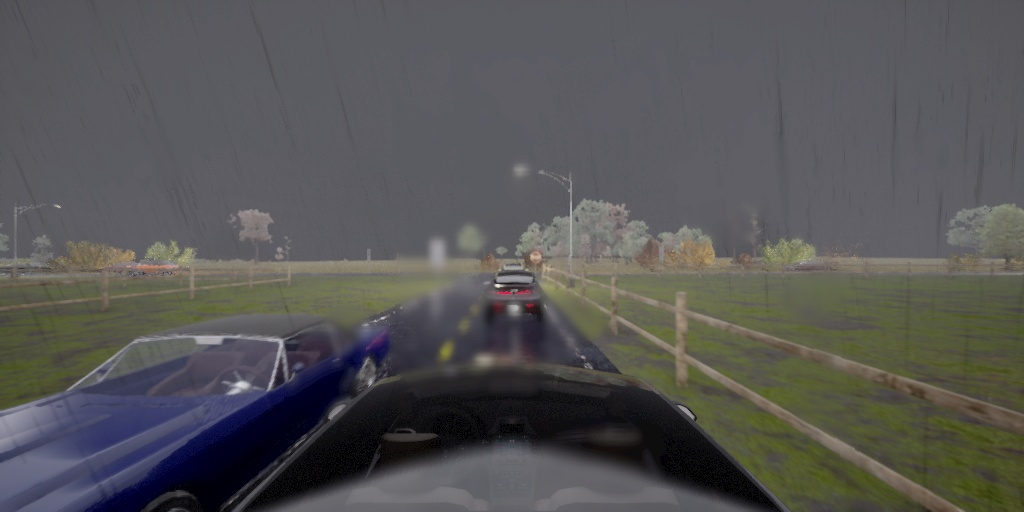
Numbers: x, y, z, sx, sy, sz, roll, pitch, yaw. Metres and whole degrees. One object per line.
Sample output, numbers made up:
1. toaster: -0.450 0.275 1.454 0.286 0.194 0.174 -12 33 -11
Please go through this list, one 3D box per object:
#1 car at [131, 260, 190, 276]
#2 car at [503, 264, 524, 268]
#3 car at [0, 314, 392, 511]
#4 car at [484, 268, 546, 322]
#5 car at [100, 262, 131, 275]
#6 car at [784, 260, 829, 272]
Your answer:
1. car: -38.195 1.241 39.349 4.553 1.767 2.097 0 0 1
2. car: 0.098 1.272 24.442 1.837 1.490 4.892 0 -1 0
3. car: -2.851 1.353 3.508 1.895 1.301 4.718 0 0 0
4. car: 0.095 1.260 12.223 1.837 1.490 4.892 0 -1 0
5. car: -45.579 1.440 42.275 4.674 1.442 1.812 -1 0 1
6. car: 34.100 1.236 41.694 4.674 1.442 1.812 0 0 1
